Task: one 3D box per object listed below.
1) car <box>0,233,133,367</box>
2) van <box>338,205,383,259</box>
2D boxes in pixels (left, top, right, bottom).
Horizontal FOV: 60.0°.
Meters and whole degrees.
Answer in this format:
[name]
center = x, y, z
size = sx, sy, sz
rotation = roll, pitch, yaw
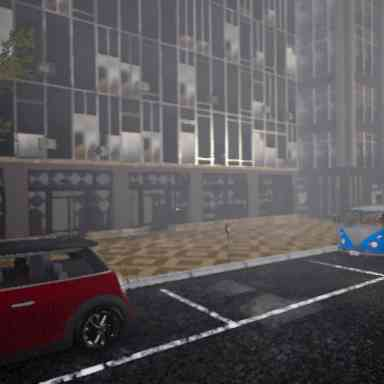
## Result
[car]
center = -2.982, 1.440, 4.461
size = 4.097, 1.590, 1.967
rotation = 0, -1, -35
[van]
center = 6.628, 1.329, 11.303
size = 3.998, 1.788, 1.690
rotation = 0, -1, -35
